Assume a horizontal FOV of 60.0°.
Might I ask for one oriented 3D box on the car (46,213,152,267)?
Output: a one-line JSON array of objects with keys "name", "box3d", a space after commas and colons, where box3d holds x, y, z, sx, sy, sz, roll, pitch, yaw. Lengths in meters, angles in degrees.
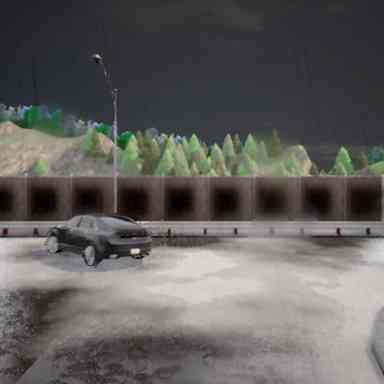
[{"name": "car", "box3d": [-3.361, 1.509, 11.596, 1.837, 1.490, 4.892, 4, -3, -44]}]
